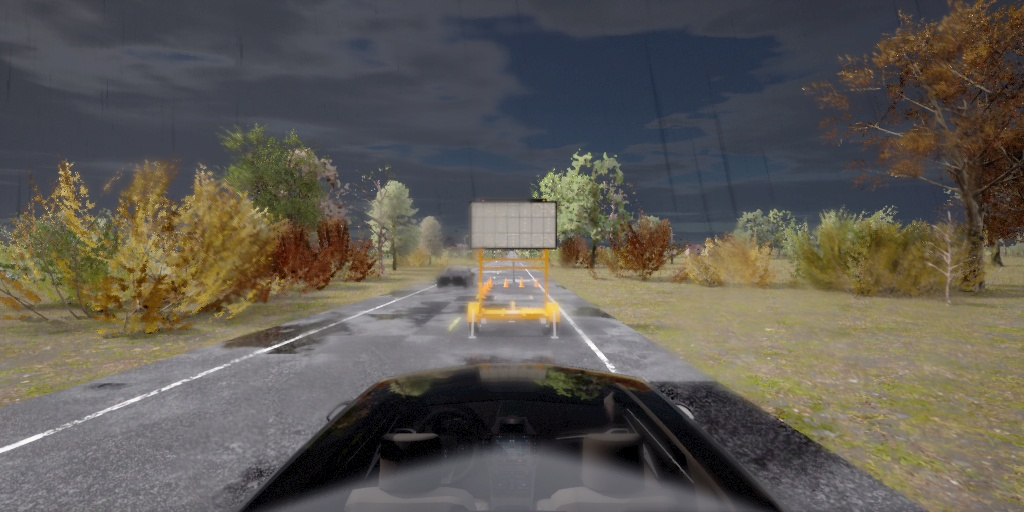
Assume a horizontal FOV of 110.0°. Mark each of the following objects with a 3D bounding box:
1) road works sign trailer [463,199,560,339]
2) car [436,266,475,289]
[{"bbox_3d":[0.045,0.212,10.072,2.380,3.560,2.880,0,0,0],"label":"road works sign trailer"},{"bbox_3d":[-3.490,1.338,22.789,1.895,1.301,4.718,0,0,0],"label":"car"}]
